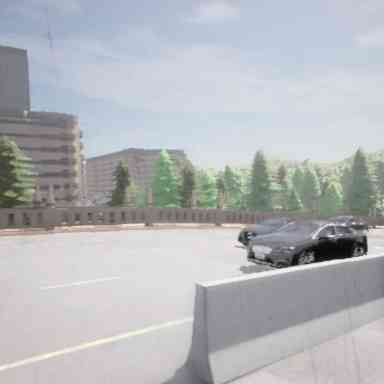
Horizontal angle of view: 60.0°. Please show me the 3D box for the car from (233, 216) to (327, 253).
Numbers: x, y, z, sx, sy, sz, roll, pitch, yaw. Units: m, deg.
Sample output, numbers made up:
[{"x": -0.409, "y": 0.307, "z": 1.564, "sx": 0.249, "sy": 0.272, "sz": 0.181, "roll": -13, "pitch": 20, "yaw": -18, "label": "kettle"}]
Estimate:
[{"x": 4.151, "y": 1.886, "z": 15.544, "sx": 4.181, "sy": 1.385, "sz": 1.994, "roll": 3, "pitch": -2, "yaw": -35, "label": "car"}]

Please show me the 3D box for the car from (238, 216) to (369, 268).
[{"x": 3.979, "y": 1.698, "z": 11.124, "sx": 4.902, "sy": 1.511, "sz": 2.128, "roll": 3, "pitch": -2, "yaw": -35, "label": "car"}]
